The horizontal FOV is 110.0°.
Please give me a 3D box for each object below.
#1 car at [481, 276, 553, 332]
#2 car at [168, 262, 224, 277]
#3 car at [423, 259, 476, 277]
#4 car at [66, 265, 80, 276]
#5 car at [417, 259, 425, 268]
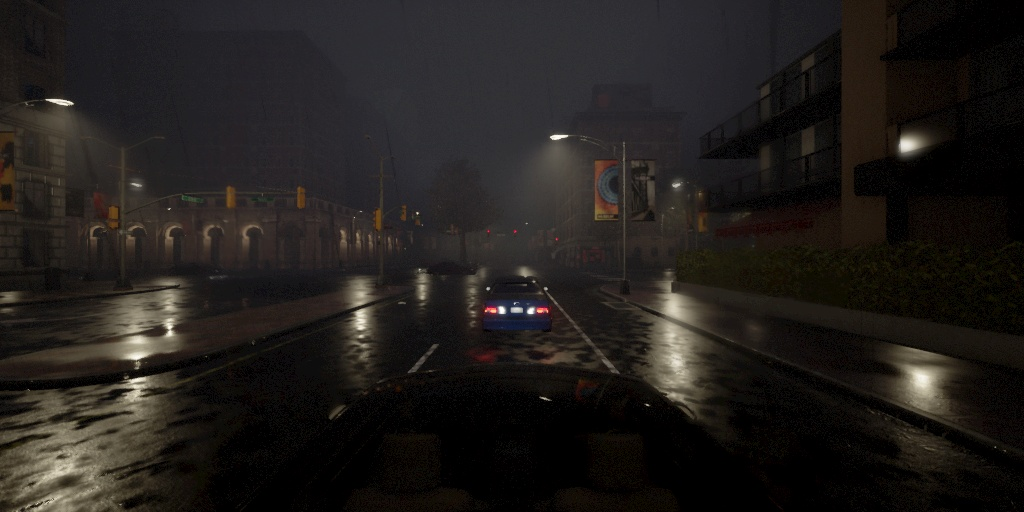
[{"bbox_3d":[0.146,1.297,10.789,2.033,1.411,5.357,0,0,1],"label":"car"},{"bbox_3d":[-30.447,1.314,34.586,4.181,1.385,1.994,0,0,-1],"label":"car"},{"bbox_3d":[-5.773,1.276,34.496,4.674,1.442,1.812,0,0,0],"label":"car"},{"bbox_3d":[-44.973,1.228,34.672,5.008,1.535,1.882,1,0,1],"label":"car"},{"bbox_3d":[-14.518,1.228,61.808,1.882,1.535,5.008,0,0,1],"label":"car"}]
